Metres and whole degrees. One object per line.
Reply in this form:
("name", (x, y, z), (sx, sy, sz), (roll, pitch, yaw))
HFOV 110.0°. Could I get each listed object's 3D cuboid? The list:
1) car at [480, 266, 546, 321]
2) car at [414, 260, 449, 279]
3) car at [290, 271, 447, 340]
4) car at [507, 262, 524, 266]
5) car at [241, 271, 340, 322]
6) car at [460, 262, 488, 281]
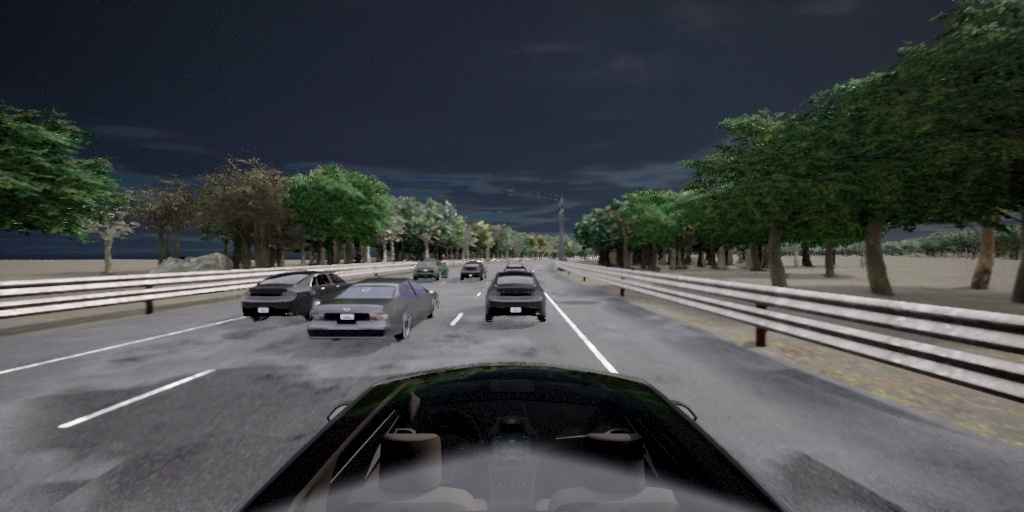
("car", (0.108, 1.264, 12.464), (1.837, 1.490, 4.892), (0, 0, 0))
("car", (-6.685, 1.121, 30.089), (2.097, 1.767, 4.553), (0, 0, 2))
("car", (-3.395, 1.303, 9.898), (2.033, 1.411, 5.357), (0, 0, 0))
("car", (0.312, 1.263, 30.299), (2.128, 1.511, 4.902), (0, 0, 2))
("car", (-6.892, 1.260, 12.359), (1.837, 1.490, 4.892), (0, 0, 0))
("car", (-3.178, 1.275, 30.461), (1.837, 1.490, 4.892), (0, 0, 2))
